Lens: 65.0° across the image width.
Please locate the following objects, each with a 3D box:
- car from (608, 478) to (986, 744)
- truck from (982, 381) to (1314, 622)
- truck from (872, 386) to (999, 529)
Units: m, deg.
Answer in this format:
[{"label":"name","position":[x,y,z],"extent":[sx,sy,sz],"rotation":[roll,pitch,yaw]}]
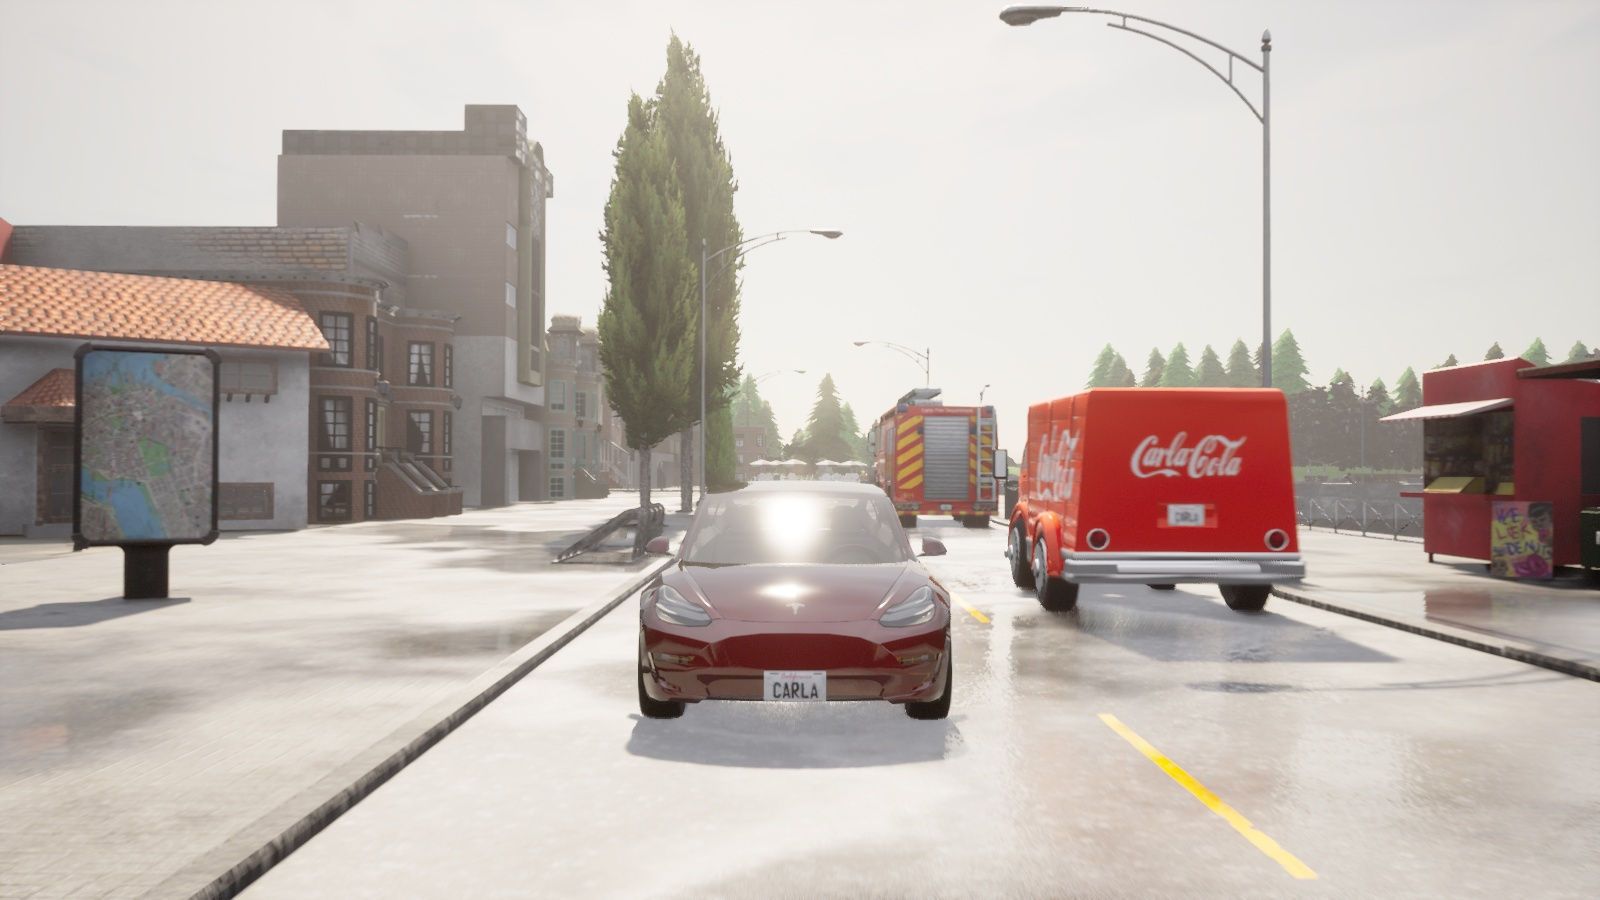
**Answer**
[{"label":"car","position":[-0.025,0.975,9.588],"extent":[2.163,1.488,4.792],"rotation":[0,-1,0]},{"label":"truck","position":[3.957,0.572,15.528],"extent":[2.627,2.467,5.204],"rotation":[0,-1,0]},{"label":"truck","position":[3.896,0.271,38.038],"extent":[2.891,3.827,8.468],"rotation":[0,-1,0]}]
